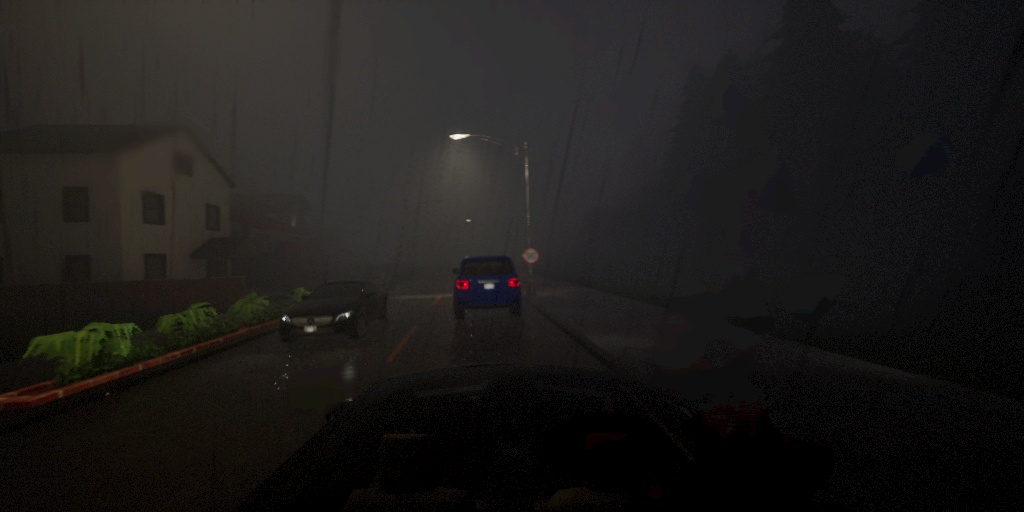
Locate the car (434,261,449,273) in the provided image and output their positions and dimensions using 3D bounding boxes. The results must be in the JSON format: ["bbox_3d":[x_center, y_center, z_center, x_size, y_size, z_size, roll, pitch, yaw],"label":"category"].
[{"bbox_3d":[-9.507,1.610,51.703,2.033,1.411,5.357,-2,0,-6],"label":"car"}]

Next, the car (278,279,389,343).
[{"bbox_3d":[-4.946,1.436,10.639,1.812,1.442,4.674,-2,0,-6],"label":"car"}]

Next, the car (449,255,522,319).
[{"bbox_3d":[-1.000,1.003,13.336,2.150,2.045,5.566,-2,0,-7],"label":"car"}]
